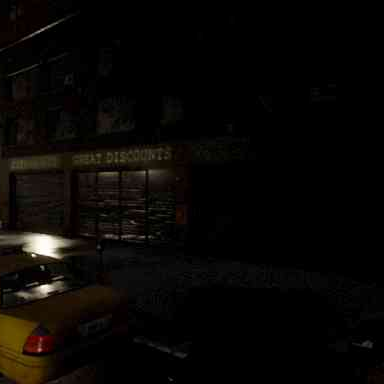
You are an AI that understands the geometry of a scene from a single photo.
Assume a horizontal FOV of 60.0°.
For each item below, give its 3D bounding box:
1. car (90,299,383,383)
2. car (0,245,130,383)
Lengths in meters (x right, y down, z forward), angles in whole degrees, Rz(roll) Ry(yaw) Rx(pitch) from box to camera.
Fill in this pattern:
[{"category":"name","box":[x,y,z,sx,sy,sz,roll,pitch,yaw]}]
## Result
[{"category":"car","box":[1.676,1.550,1.888,4.403,1.369,2.008,0,1,36]},{"category":"car","box":[-3.006,1.530,5.235,4.829,1.417,1.752,0,1,36]}]
